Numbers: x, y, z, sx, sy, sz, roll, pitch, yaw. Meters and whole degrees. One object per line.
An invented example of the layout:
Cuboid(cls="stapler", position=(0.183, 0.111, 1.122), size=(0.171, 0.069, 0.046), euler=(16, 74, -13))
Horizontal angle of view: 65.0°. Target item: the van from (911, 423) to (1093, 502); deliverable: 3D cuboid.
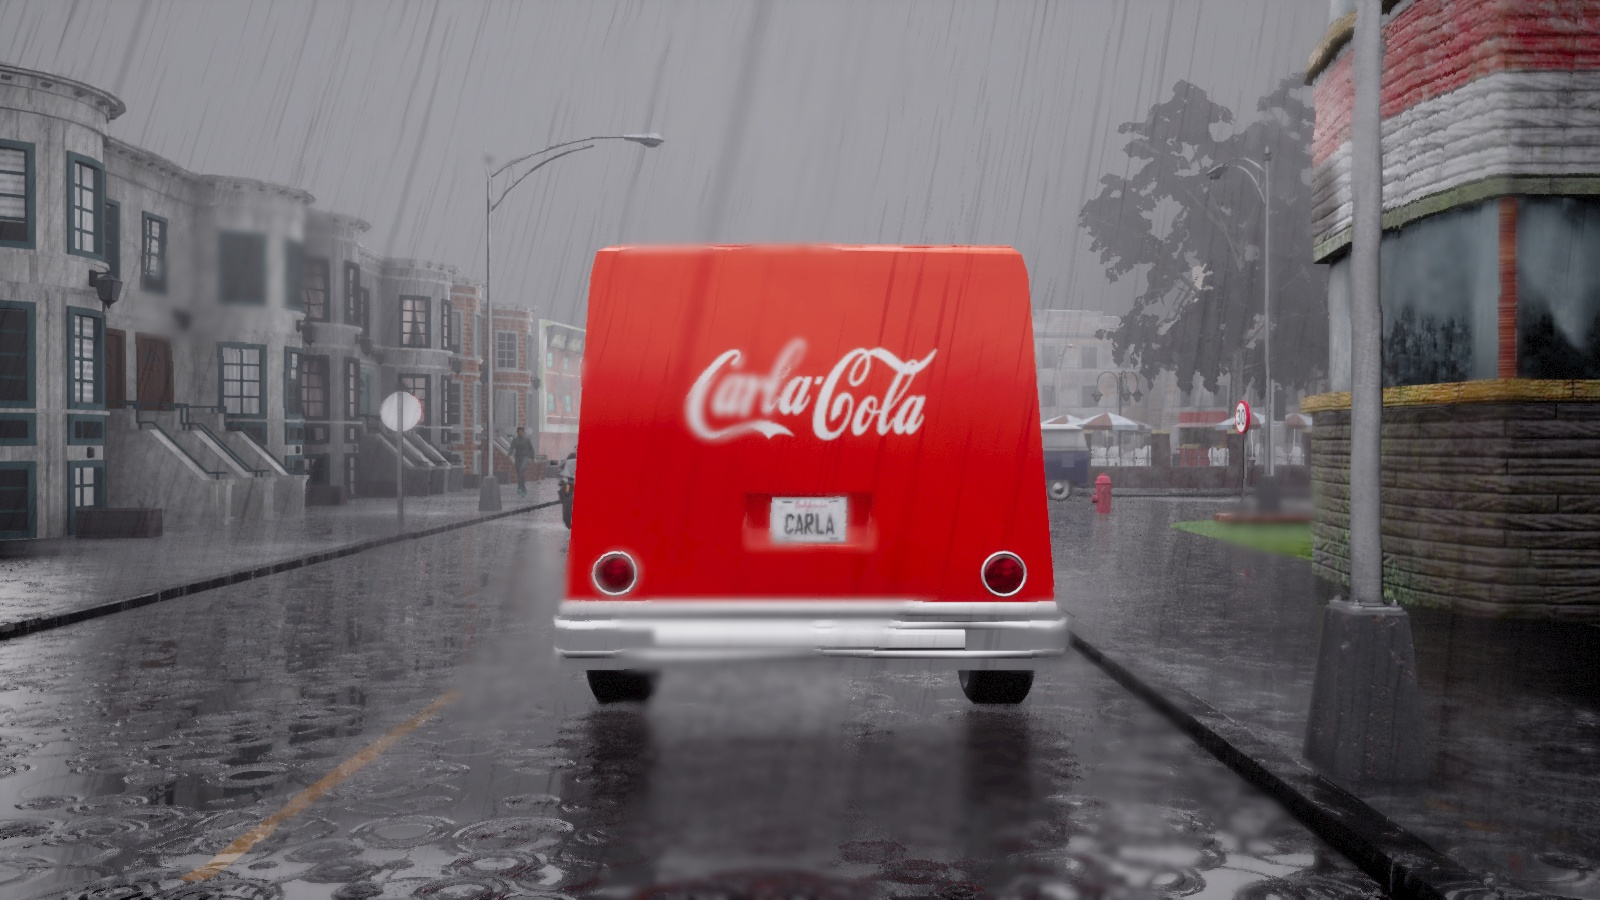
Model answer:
Cuboid(cls="van", position=(5.167, 0.320, 32.529), size=(4.442, 1.987, 1.775), euler=(0, 0, 0))

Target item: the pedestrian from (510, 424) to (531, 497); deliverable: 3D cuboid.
Cuboid(cls="pedestrian", position=(-7.150, 0.269, 32.152), size=(0.353, 1.847, 0.614), euler=(0, 0, 6))

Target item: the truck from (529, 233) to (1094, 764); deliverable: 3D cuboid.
Cuboid(cls="truck", position=(0.065, 0.212, 8.449), size=(2.627, 2.467, 5.204), euler=(0, 0, 0))

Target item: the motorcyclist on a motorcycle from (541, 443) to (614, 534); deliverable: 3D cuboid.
Cuboid(cls="motorcyclist on a motorcycle", position=(-3.935, 0.652, 22.425), size=(0.866, 1.530, 2.191), euler=(0, 0, 1))
